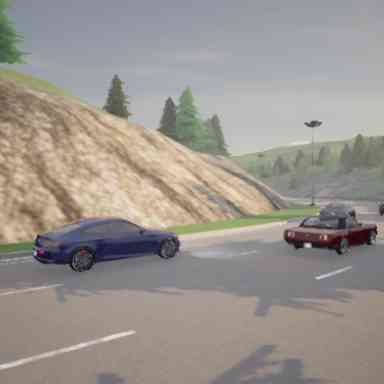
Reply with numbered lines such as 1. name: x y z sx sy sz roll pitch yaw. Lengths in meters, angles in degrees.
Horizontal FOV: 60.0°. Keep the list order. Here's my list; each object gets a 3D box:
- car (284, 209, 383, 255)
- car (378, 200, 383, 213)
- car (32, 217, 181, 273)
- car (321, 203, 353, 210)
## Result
1. car: 5.654 1.566 13.163 4.718 1.301 1.895 0 0 -44
2. car: 18.646 1.378 31.149 1.882 1.535 5.008 0 0 27
3. car: -2.553 1.521 10.691 4.674 1.442 1.812 0 0 -37
4. car: 10.929 1.497 24.903 1.994 1.385 4.181 0 0 35
